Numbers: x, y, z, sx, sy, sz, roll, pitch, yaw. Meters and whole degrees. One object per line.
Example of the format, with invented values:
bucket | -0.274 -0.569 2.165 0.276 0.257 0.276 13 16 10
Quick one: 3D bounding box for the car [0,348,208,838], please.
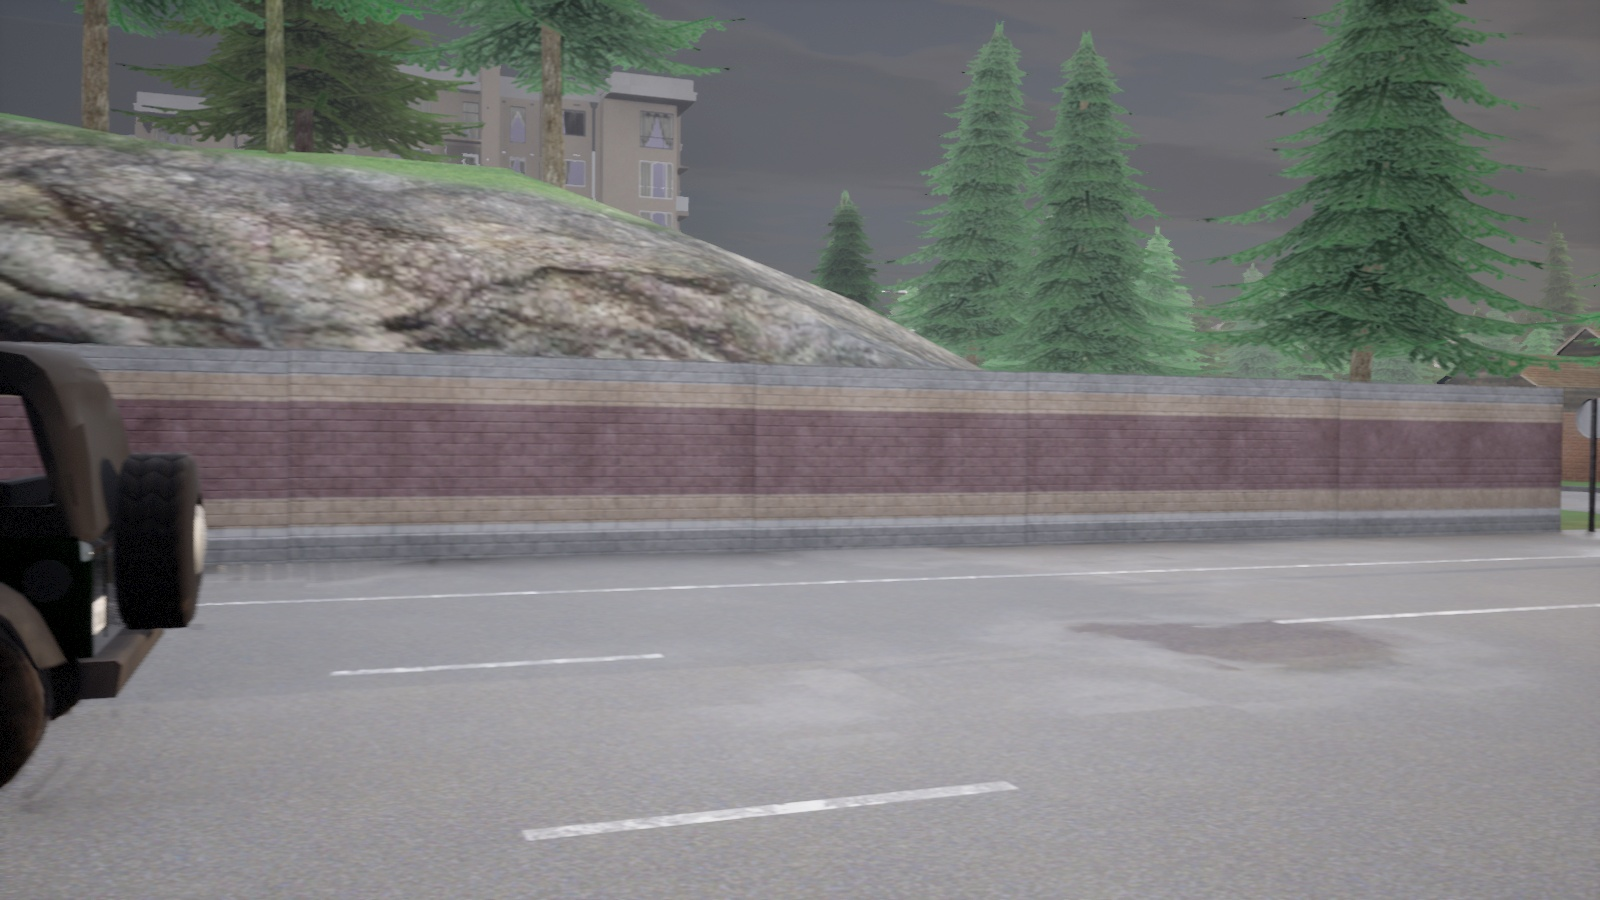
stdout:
car | -4.683 0.560 5.203 3.866 1.878 1.905 -1 1 -21
